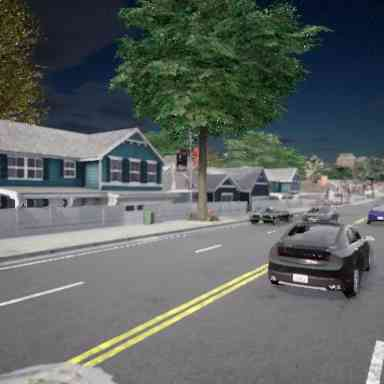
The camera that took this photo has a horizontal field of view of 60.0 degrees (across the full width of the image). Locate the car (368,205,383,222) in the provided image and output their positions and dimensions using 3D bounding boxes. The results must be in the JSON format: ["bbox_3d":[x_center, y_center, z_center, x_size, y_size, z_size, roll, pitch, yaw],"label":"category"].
[{"bbox_3d":[14.808,1.726,25.796,1.812,1.442,4.674,0,-1,34],"label":"car"}]

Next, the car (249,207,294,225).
[{"bbox_3d":[5.924,1.753,24.523,1.895,1.301,4.718,0,-1,34],"label":"car"}]

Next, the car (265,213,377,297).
[{"bbox_3d":[3.567,1.537,8.845,1.837,1.490,4.892,0,0,34],"label":"car"}]

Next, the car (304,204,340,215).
[{"bbox_3d":[9.282,1.662,23.703,1.837,1.490,4.892,0,-1,34],"label":"car"}]
